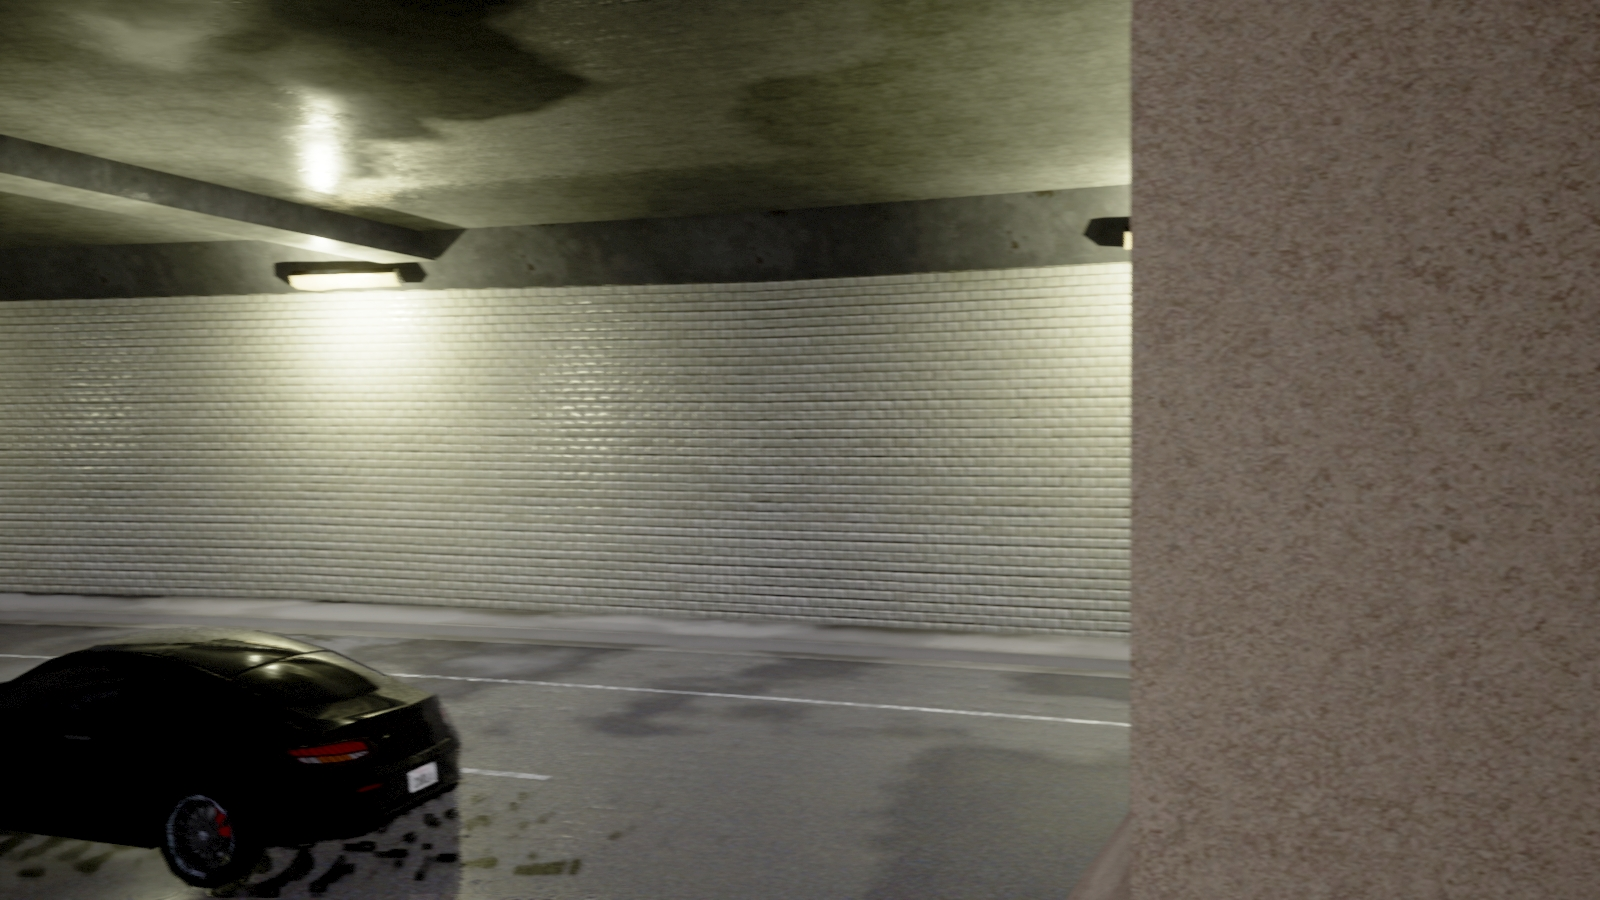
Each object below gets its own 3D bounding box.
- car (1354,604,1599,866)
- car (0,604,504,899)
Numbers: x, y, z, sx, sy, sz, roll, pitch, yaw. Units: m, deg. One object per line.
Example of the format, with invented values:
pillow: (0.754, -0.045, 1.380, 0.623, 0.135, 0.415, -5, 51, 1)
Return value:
car: (6.650, 2.076, 8.230, 4.674, 1.442, 2.002, 0, 0, 22)
car: (-4.800, 2.078, 8.470, 4.674, 1.442, 2.002, 0, 0, 16)
